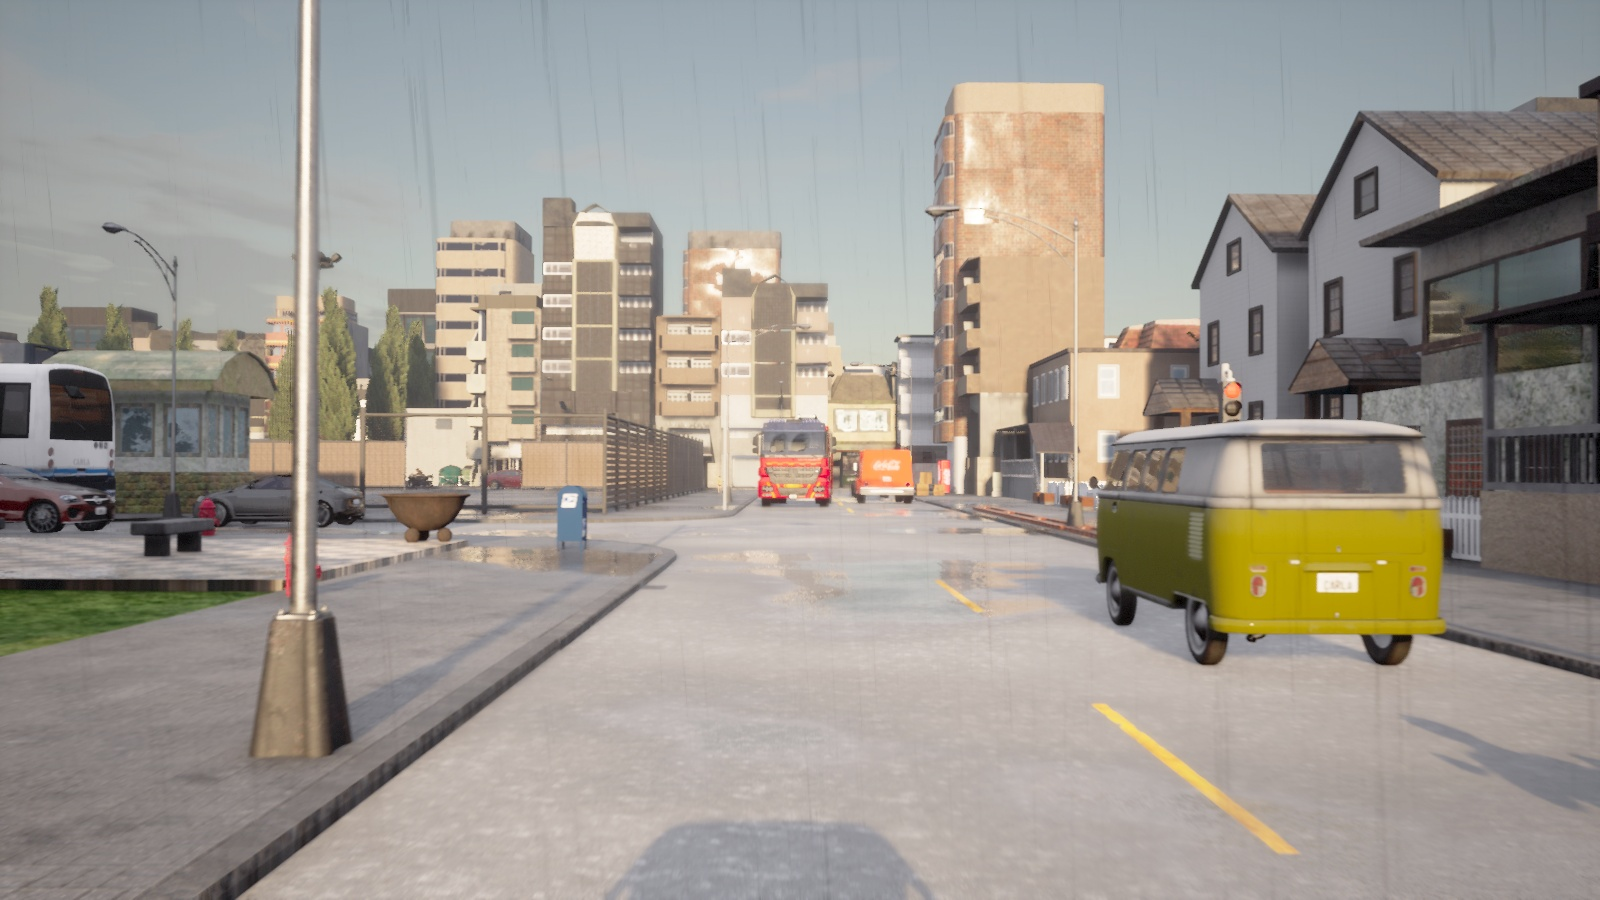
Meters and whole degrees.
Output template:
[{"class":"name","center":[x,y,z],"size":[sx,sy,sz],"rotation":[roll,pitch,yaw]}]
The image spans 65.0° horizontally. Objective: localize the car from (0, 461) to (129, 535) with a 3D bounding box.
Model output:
[{"class":"car","center":[-18.696,1.103,29.222],"size":[5.027,1.651,2.152],"rotation":[0,-1,-1]}]

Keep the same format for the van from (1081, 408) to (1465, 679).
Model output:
[{"class":"van","center":[3.978,0.720,11.463],"size":[1.775,1.987,4.442],"rotation":[0,-1,-1]}]

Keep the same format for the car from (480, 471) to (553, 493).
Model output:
[{"class":"car","center":[-19.576,2.215,86.784],"size":[4.674,1.442,1.812],"rotation":[0,-1,0]}]

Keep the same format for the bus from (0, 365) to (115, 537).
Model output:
[{"class":"bus","center":[-24.268,0.028,33.088],"size":[10.273,4.253,3.944],"rotation":[0,-1,1]}]

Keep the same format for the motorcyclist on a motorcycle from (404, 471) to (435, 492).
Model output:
[{"class":"motorcyclist on a motorcycle","center":[-27.492,2.262,90.752],"size":[2.044,1.523,0.797],"rotation":[0,-1,0]}]

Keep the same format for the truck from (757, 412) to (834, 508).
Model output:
[{"class":"truck","center":[-0.069,0.457,54.098],"size":[2.891,3.827,8.468],"rotation":[0,-1,3]}]

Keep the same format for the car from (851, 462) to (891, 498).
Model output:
[{"class":"car","center":[3.832,1.622,68.660],"size":[1.905,1.878,3.866],"rotation":[0,-1,-1]}]

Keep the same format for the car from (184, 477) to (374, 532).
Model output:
[{"class":"car","center":[-13.658,1.426,33.117],"size":[4.181,1.385,1.994],"rotation":[0,-1,1]}]

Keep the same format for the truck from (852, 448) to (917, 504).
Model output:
[{"class":"truck","center":[3.849,1.183,58.317],"size":[2.627,2.467,5.204],"rotation":[0,-1,-1]}]
